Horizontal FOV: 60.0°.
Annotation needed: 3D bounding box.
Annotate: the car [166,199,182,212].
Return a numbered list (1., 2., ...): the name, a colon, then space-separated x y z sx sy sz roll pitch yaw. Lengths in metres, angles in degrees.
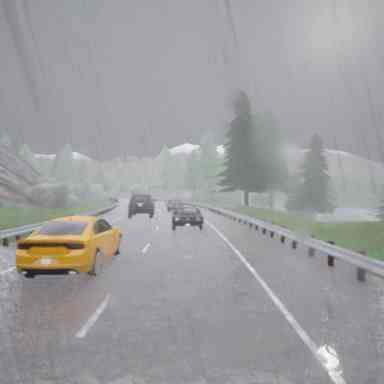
1. car: -2.045 1.545 39.443 2.033 1.411 5.357 0 0 -7

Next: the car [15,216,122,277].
1. car: -3.466 1.477 10.289 1.882 1.535 5.008 0 0 -1

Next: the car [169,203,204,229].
1. car: -0.373 1.600 21.427 1.895 1.301 4.718 0 0 -3

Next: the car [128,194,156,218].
1. car: -4.548 1.220 30.414 2.150 2.045 5.566 0 0 -5
